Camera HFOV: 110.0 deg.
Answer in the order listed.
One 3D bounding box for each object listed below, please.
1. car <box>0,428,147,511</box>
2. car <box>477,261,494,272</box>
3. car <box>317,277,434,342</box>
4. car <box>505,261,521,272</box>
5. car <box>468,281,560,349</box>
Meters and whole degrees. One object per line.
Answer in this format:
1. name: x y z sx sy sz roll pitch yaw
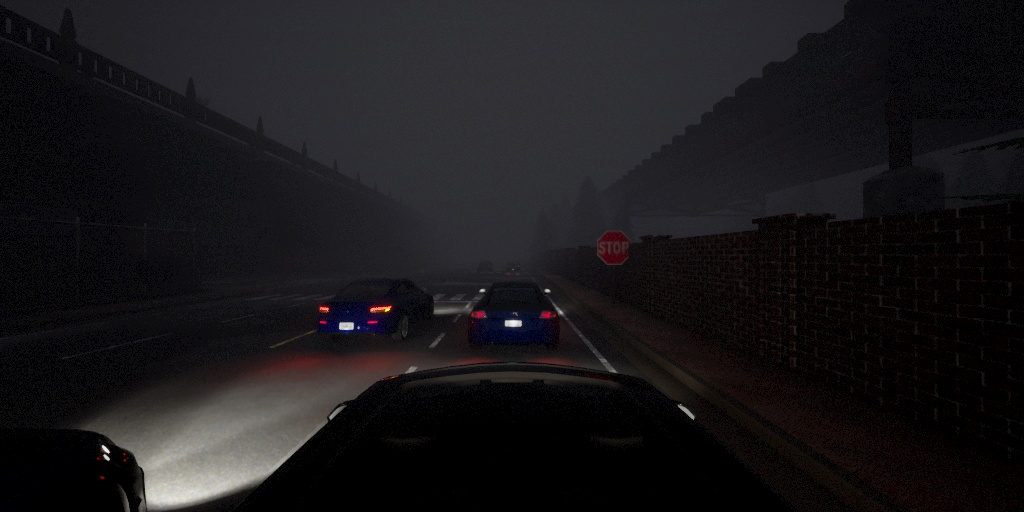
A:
1. car: -3.398 1.314 0.584 1.994 1.385 4.181 0 0 0
2. car: -3.392 1.297 45.817 2.033 1.411 5.357 0 0 -1
3. car: -3.411 1.276 9.680 1.812 1.442 4.674 0 0 0
4. car: 0.103 1.351 45.975 1.895 1.301 4.718 0 0 -1
5. car: 0.070 1.314 9.157 1.994 1.385 4.181 0 0 1
